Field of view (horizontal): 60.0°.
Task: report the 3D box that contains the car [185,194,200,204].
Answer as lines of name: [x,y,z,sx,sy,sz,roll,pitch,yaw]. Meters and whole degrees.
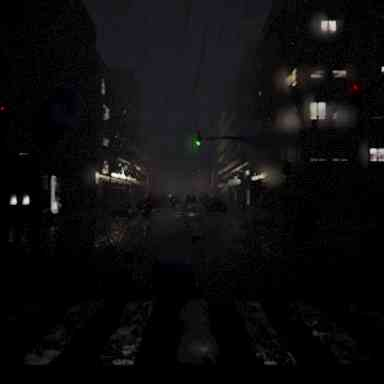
car: [-0.143,1.242,60.757,2.097,1.767,4.553,0,0,0]

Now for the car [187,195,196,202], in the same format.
car: [-0.167,1.304,70.793,1.837,1.490,4.892,0,0,0]

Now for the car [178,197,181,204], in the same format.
car: [-3.171,1.417,61.115,1.812,1.442,4.674,0,0,0]

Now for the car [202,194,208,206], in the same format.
car: [2.604,1.366,40.056,1.967,1.590,4.097,1,0,0]

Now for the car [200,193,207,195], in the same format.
car: [2.527,1.185,73.198,2.192,1.841,5.009,1,0,0]

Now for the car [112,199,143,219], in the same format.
car: [-5.751,1.471,28.834,1.752,1.417,4.829,1,0,0]

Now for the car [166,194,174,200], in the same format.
car: [-5.894,1.370,89.591,1.752,1.417,4.829,1,0,0]

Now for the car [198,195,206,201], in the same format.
car: [2.499,1.418,84.244,1.947,1.339,4.313,1,0,0]

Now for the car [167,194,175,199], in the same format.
car: [-5.908,1.387,95.285,2.008,1.369,4.403,1,0,0]

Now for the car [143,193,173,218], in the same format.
car: [-3.157,1.161,30.247,2.150,2.045,5.566,0,1,0]

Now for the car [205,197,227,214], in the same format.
car: [2.616,1.480,34.533,1.887,1.381,4.507,1,0,0]

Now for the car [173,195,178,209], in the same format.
car: [-3.188,1.419,44.060,1.837,1.490,4.892,0,1,0]

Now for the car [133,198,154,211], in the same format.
car: [-5.778,1.470,40.051,1.887,1.381,4.507,1,0,0]

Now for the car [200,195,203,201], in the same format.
car: [2.577,1.488,51.104,1.802,1.307,4.206,1,0,0]

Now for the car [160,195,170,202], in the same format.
car: [-5.856,1.414,73.192,1.887,1.381,4.507,1,0,0]

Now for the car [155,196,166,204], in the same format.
car: [-5.830,1.413,61.975,1.752,1.417,4.829,1,0,0]

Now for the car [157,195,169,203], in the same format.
car: [-5.843,1.429,67.668,2.008,1.369,4.403,1,0,0]
